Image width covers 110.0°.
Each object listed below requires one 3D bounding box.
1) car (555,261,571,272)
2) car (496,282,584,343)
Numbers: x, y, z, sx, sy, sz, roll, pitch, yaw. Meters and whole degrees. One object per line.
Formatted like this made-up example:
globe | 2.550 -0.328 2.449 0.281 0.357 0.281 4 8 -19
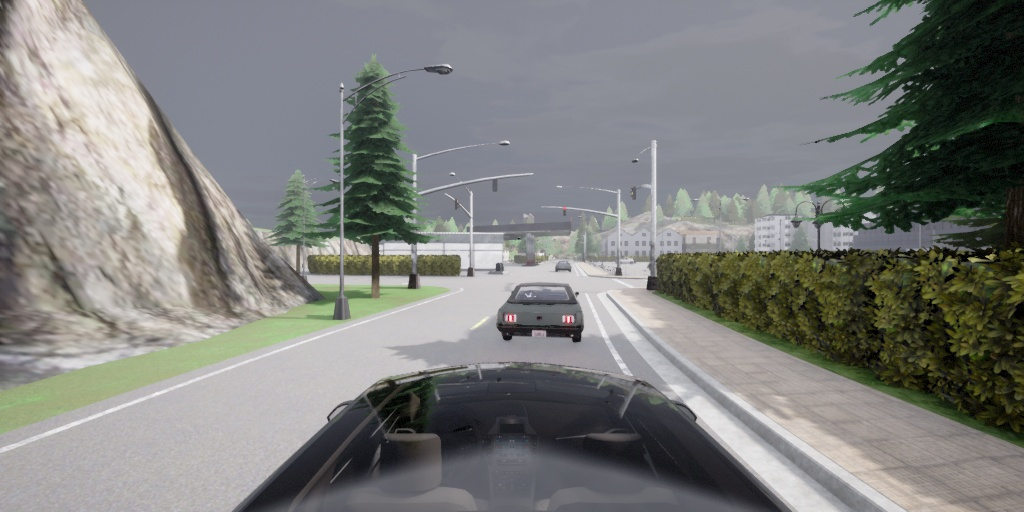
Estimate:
car | 6.565 1.313 45.823 1.994 1.385 4.181 0 0 9
car | 0.882 1.351 9.751 1.895 1.301 4.718 0 0 8
